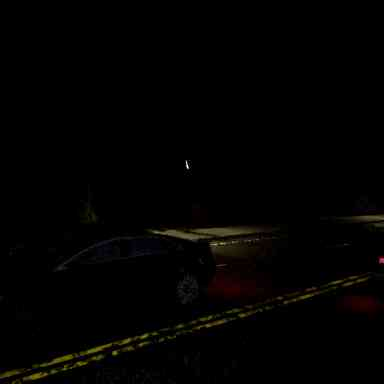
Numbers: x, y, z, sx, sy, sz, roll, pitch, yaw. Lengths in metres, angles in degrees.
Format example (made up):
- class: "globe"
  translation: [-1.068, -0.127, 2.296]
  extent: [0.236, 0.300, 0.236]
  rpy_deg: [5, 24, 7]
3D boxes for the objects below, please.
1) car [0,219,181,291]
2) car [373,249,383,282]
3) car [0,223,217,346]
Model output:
- class: "car"
  translation: [-2.805, 1.602, 9.669]
  extent: [4.718, 1.301, 1.895]
  rpy_deg: [0, 0, -35]
- class: "car"
  translation: [6.574, 1.550, 8.179]
  extent: [5.357, 1.411, 2.033]
  rpy_deg: [0, 0, -35]
- class: "car"
  translation: [-1.768, 1.492, 6.416]
  extent: [4.902, 1.511, 2.128]
  rpy_deg: [0, 0, -35]
